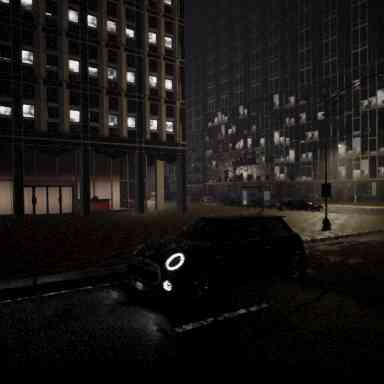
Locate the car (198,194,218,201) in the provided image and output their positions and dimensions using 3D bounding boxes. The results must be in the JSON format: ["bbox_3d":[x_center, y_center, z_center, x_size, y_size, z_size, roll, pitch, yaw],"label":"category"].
[{"bbox_3d":[3.075,1.043,64.479,1.802,1.307,4.206,0,1,-34],"label":"car"}]

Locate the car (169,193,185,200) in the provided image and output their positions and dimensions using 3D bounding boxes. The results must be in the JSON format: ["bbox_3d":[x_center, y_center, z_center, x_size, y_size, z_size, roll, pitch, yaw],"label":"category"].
[{"bbox_3d":[-3.360,0.936,73.850,1.802,1.307,4.206,0,1,-34],"label":"car"}]

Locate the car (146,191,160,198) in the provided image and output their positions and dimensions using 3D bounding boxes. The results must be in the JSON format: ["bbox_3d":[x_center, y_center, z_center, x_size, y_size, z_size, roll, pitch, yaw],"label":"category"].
[{"bbox_3d":[-9.795,0.686,83.218,1.967,1.590,4.097,0,1,-34],"label":"car"}]

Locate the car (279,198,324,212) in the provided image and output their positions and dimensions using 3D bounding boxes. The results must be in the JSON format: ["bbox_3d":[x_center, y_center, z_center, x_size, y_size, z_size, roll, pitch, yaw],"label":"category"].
[{"bbox_3d":[12.147,1.424,36.237,1.947,1.339,4.313,0,1,-34],"label":"car"}]

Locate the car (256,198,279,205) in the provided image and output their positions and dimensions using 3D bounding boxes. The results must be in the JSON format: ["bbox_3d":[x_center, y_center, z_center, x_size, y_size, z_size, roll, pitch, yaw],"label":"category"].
[{"bbox_3d":[8.943,1.388,40.935,1.802,1.307,4.206,0,1,-34],"label":"car"}]

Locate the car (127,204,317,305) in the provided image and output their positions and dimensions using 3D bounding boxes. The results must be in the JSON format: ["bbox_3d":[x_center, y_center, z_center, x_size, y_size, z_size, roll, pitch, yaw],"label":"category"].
[{"bbox_3d":[0.734,1.349,8.214,4.553,1.767,2.097,0,0,-36],"label":"car"}]

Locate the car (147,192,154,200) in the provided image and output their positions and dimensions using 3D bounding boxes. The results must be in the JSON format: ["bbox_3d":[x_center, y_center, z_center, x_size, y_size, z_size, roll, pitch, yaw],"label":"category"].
[{"bbox_3d":[-10.268,1.040,69.107,2.008,1.369,4.403,0,1,-34],"label":"car"}]

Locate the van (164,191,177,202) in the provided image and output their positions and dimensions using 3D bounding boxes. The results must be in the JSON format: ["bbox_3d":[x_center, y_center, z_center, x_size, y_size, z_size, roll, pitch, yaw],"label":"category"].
[{"bbox_3d":[-3.833,0.937,59.734,1.690,1.788,3.998,0,1,-34],"label":"van"}]

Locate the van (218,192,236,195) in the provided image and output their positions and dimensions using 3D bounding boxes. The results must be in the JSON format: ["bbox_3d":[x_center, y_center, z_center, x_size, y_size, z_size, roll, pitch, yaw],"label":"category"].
[{"bbox_3d":[6.292,0.855,59.791,1.690,1.788,3.998,0,1,-34],"label":"van"}]

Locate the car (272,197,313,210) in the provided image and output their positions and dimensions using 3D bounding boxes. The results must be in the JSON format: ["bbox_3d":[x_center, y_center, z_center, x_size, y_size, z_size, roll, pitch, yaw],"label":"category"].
[{"bbox_3d":[12.238,1.380,40.895,1.895,1.301,4.718,-1,1,-34],"label":"car"}]

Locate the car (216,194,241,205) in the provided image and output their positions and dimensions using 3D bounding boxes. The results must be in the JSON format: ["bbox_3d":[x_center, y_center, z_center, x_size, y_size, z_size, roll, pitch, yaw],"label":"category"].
[{"bbox_3d":[5.774,1.319,45.652,1.947,1.339,4.313,0,1,-34],"label":"car"}]

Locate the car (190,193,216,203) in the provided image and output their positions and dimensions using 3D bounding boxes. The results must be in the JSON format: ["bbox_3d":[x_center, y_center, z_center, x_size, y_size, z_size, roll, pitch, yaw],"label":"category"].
[{"bbox_3d":[1.682,0.961,56.312,2.097,1.767,4.553,-1,1,-34],"label":"car"}]
